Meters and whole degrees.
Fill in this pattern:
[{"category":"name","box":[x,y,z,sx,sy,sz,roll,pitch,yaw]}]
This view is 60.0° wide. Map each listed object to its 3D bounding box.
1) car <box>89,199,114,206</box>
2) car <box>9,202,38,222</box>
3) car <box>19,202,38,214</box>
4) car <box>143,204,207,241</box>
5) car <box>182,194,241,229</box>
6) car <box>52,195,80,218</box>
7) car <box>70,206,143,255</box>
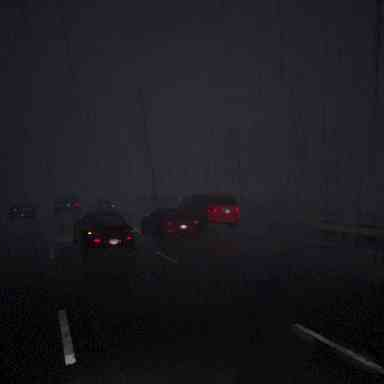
[{"category":"car","box":[-9.449,1.469,34.649,2.097,1.767,4.553,0,0,-24]},{"category":"car","box":[-13.898,1.588,27.509,2.128,1.511,4.902,0,-1,-24]},{"category":"car","box":[-19.356,1.856,39.555,1.895,1.301,4.718,0,-1,-24]},{"category":"car","box":[-1.204,1.508,16.459,1.994,1.385,4.181,0,0,-24]},{"category":"car","box":[0.816,1.159,20.476,2.150,2.045,5.566,0,0,-24]},{"category":"car","box":[-12.118,1.338,32.055,2.150,2.045,5.566,0,-1,-24]},{"category":"car","box":[-3.556,1.485,13.168,1.812,1.442,4.674,0,0,-24]}]
